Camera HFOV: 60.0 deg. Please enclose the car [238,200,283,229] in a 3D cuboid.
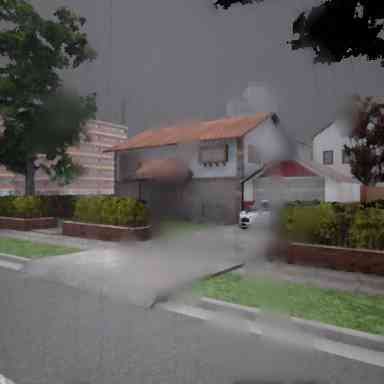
[{"bbox_3d":[4.004,1.168,17.454,1.970,1.475,3.806,0,0,36],"label":"car"}]
